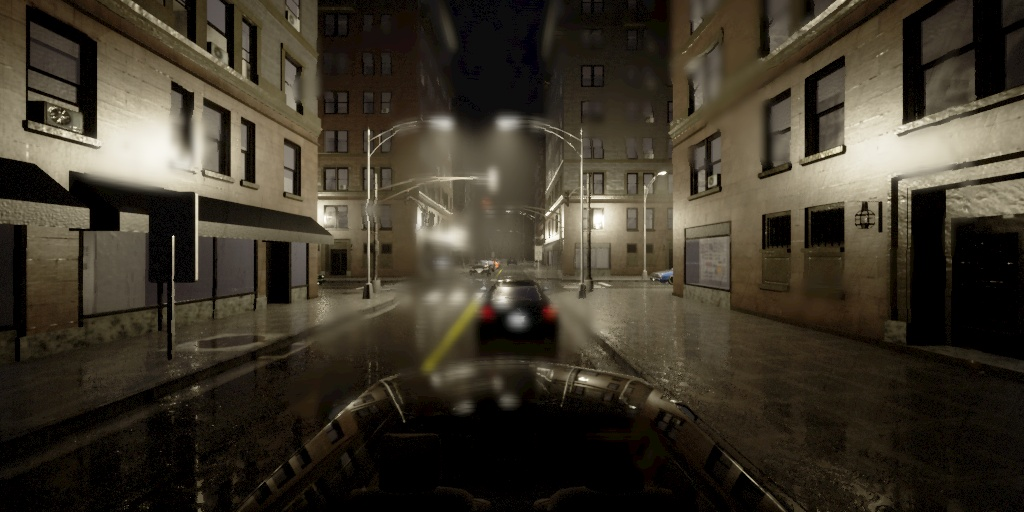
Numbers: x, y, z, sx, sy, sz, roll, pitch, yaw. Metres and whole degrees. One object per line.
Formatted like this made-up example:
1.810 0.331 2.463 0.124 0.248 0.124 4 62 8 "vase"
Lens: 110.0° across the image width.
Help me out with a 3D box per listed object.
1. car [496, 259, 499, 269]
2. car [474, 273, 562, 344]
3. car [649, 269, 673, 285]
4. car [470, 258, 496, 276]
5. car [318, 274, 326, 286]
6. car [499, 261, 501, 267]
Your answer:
-3.098 1.294 46.125 2.033 1.411 5.357 0 0 0 "car"
0.114 1.314 9.555 1.994 1.385 4.181 0 0 -1 "car"
12.616 1.260 25.214 5.357 1.411 2.033 0 0 0 "car"
-3.094 1.240 36.383 2.128 1.511 4.902 0 0 0 "car"
-14.086 1.387 21.930 4.718 1.301 1.895 0 0 0 "car"
-3.085 1.093 55.907 2.097 1.767 4.553 0 0 -1 "car"
